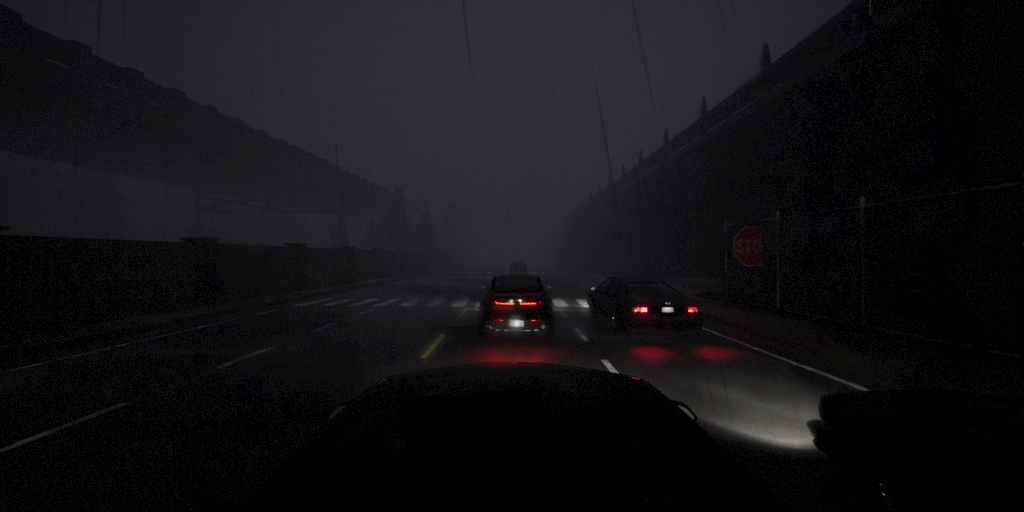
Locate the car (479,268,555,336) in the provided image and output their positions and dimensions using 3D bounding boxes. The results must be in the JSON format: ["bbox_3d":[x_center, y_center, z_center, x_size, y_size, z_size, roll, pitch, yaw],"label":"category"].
[{"bbox_3d":[0.122,1.255,10.374,1.837,1.490,4.892,0,0,0],"label":"car"}]

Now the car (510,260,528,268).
[{"bbox_3d":[0.740,1.228,40.339,1.882,1.535,5.008,0,0,2],"label":"car"}]

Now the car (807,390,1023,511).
[{"bbox_3d":[3.595,1.297,0.767,2.033,1.411,5.357,0,0,1],"label":"car"}]

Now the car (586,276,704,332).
[{"bbox_3d":[3.623,1.297,10.840,2.033,1.411,5.357,0,0,0],"label":"car"}]
